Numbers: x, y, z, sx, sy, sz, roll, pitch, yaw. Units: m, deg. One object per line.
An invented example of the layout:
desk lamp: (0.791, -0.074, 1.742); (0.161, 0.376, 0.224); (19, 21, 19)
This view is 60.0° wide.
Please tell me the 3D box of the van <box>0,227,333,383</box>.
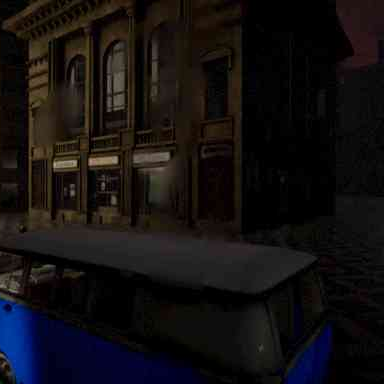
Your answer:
van: (-0.660, 1.341, 3.435); (3.998, 1.788, 1.690); (0, 0, 36)
